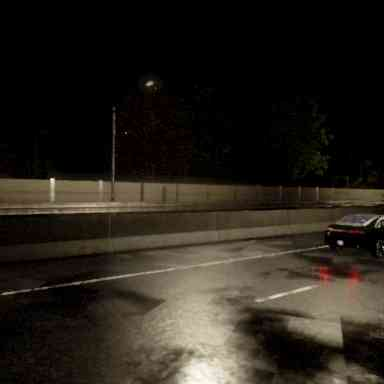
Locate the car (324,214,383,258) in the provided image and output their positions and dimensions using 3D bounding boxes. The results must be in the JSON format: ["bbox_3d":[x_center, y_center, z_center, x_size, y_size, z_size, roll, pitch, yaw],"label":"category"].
[{"bbox_3d":[7.339,1.635,13.398,4.902,1.511,2.128,1,0,-35],"label":"car"}]
